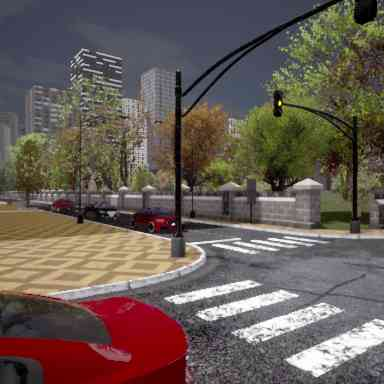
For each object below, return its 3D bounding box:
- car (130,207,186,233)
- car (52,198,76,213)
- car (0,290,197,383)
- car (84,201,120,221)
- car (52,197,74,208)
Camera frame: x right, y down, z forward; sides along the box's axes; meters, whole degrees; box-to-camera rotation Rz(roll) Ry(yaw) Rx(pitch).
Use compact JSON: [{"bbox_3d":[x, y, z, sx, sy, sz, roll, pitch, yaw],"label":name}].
[{"bbox_3d":[-2.138,1.606,19.990,1.994,1.385,4.181,0,0,-34],"label":"car"},{"bbox_3d":[-15.099,1.587,39.111,1.882,1.535,5.008,0,-1,-34],"label":"car"},{"bbox_3d":[-2.308,1.477,1.853,5.008,1.535,1.882,0,0,-35],"label":"car"},{"bbox_3d":[-7.682,1.562,28.159,2.128,1.511,4.902,0,0,-34],"label":"car"},{"bbox_3d":[-20.544,1.654,52.792,2.128,1.511,4.902,0,0,-34],"label":"car"}]
